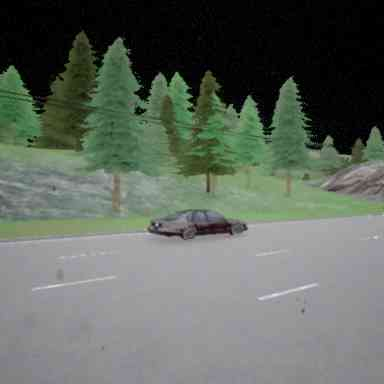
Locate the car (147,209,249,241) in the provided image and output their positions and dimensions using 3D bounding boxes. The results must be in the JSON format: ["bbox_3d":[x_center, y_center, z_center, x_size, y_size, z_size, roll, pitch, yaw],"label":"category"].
[{"bbox_3d":[0.417,1.591,16.962,5.357,1.411,2.033,0,0,-35],"label":"car"}]
